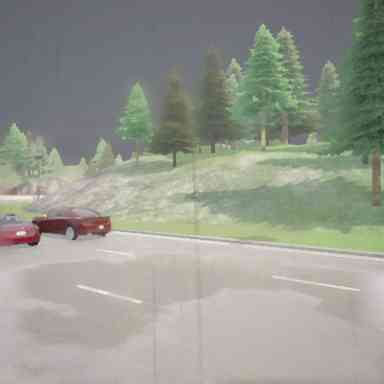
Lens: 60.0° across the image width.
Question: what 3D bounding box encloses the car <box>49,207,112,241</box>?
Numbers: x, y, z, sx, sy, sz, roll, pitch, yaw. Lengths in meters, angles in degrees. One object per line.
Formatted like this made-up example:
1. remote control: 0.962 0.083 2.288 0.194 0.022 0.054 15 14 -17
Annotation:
1. car: -6.236 1.485 16.916 5.008 1.535 1.882 0 0 36

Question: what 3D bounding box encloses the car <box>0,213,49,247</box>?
1. car: -8.269 1.572 14.066 4.181 1.385 1.994 0 0 36
